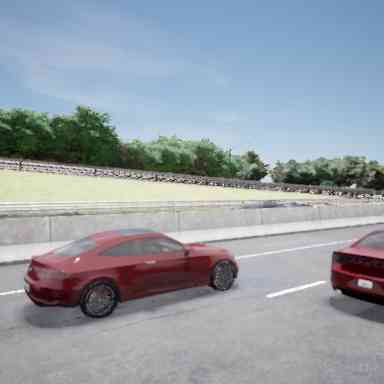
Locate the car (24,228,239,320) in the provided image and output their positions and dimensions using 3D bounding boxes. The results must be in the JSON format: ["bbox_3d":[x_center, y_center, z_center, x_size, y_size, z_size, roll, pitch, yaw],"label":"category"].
[{"bbox_3d":[-1.070,1.532,7.314,4.674,1.442,1.812,0,0,-35],"label":"car"}]

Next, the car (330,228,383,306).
[{"bbox_3d":[5.137,1.494,7.414,5.008,1.535,1.882,0,0,-35],"label":"car"}]

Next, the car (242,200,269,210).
[{"bbox_3d":[7.651,1.599,35.173,5.357,1.411,2.033,0,0,-35],"label":"car"}]

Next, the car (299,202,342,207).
[{"bbox_3d":[12.116,1.654,29.756,4.718,1.301,1.895,0,0,-35],"label":"car"}]

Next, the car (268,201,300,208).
[{"bbox_3d":[10.067,1.654,32.593,4.718,1.301,1.895,0,0,-35],"label":"car"}]
